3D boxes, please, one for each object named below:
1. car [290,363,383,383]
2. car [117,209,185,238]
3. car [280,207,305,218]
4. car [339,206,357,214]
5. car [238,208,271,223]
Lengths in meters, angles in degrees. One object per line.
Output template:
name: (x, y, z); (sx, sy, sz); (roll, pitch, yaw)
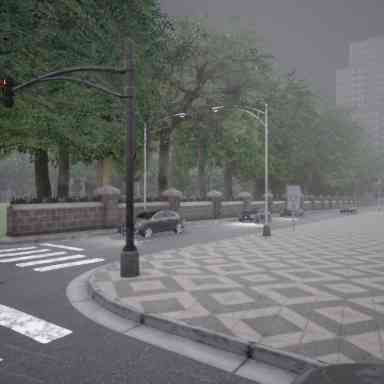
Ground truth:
car: (2.380, 1.551, 1.263); (4.403, 1.369, 2.008); (0, 0, 36)
car: (-2.325, 1.844, 20.127); (1.837, 1.490, 4.892); (0, -1, 35)
car: (12.291, 2.429, 40.731); (1.994, 1.385, 4.181); (0, -1, 36)
car: (25.180, 2.845, 53.470); (1.895, 1.301, 4.718); (0, -1, 36)
car: (6.050, 2.203, 31.956); (1.994, 1.385, 4.181); (0, -1, 35)
